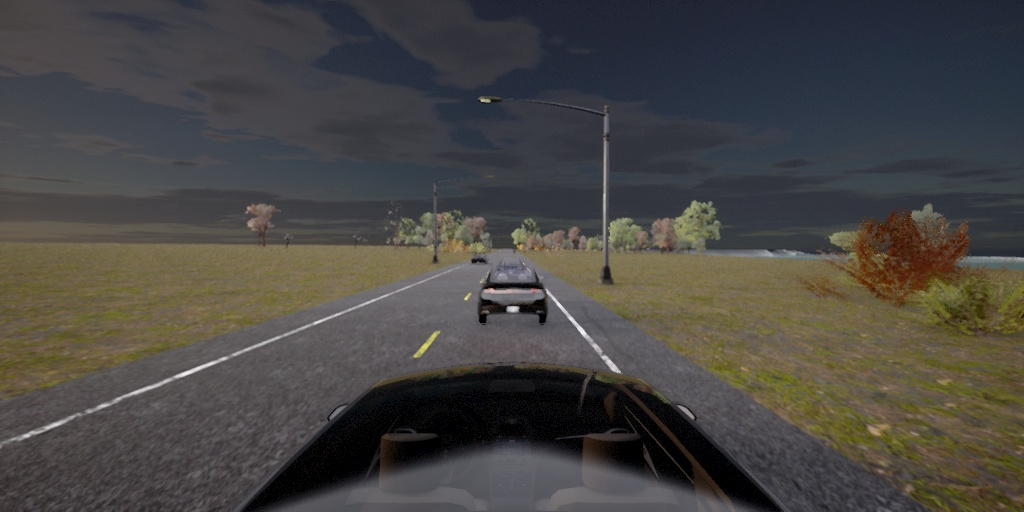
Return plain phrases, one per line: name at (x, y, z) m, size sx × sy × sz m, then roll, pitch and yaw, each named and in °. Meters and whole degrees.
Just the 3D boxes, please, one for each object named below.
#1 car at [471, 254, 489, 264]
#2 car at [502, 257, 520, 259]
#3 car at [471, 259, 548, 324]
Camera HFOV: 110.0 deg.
car at (-3.868, 0.368, 43.163) m, size 1.895 × 1.301 × 4.718 m, roll 0°, pitch 1°, yaw 0°
car at (-0.085, 0.756, 26.829) m, size 1.895 × 1.301 × 4.718 m, roll 0°, pitch 1°, yaw 0°
car at (0.016, 1.020, 10.996) m, size 2.128 × 1.511 × 4.902 m, roll 0°, pitch 1°, yaw 0°
